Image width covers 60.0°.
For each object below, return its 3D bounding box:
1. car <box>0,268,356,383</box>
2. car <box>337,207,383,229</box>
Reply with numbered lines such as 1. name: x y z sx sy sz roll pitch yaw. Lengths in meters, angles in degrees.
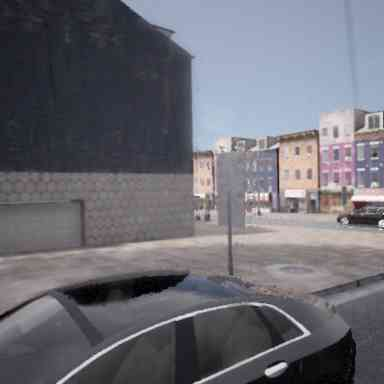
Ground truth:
1. car: -0.637 1.513 2.596 4.892 1.490 1.837 1 0 -35
2. car: 13.631 1.909 25.554 1.837 1.490 4.892 -1 -1 -35
